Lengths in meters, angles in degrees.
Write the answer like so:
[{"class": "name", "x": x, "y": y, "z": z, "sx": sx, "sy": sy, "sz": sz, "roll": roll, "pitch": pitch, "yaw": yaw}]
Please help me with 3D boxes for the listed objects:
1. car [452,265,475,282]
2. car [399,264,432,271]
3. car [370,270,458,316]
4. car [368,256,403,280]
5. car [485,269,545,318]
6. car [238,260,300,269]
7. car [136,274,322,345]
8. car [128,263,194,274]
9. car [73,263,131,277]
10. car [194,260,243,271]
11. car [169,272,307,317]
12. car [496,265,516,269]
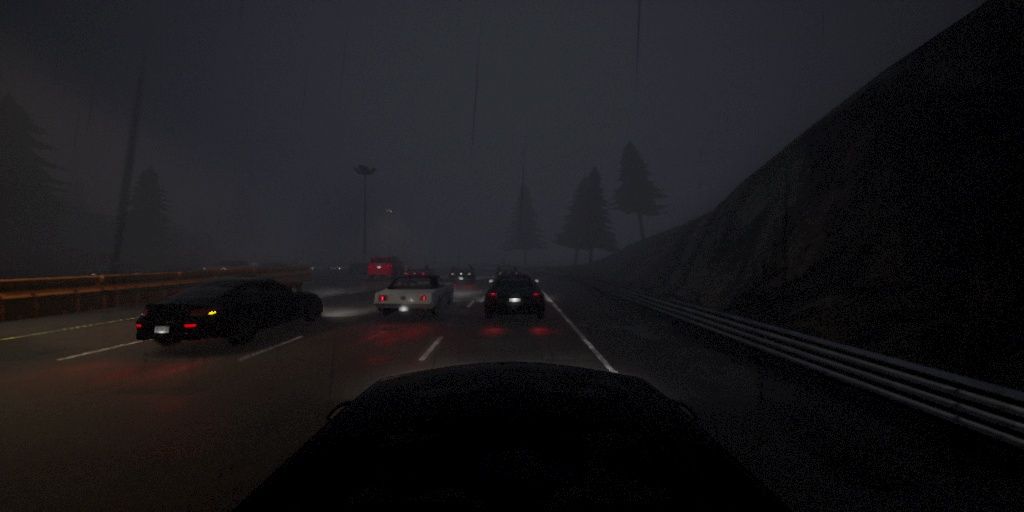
[{"class": "car", "x": -3.978, "y": 1.401, "z": 29.212, "sx": 1.895, "sy": 1.301, "sz": 4.718, "roll": 0, "pitch": 0, "yaw": -4}, {"class": "car", "x": -7.489, "y": 1.401, "z": 29.226, "sx": 1.895, "sy": 1.301, "sz": 4.718, "roll": 0, "pitch": 0, "yaw": -4}, {"class": "car", "x": -3.419, "y": 1.372, "z": 13.514, "sx": 1.895, "sy": 1.301, "sz": 4.718, "roll": 0, "pitch": 0, "yaw": 0}, {"class": "car", "x": -11.232, "y": 1.028, "z": 32.246, "sx": 2.150, "sy": 2.045, "sz": 5.566, "roll": 0, "pitch": 0, "yaw": -5}, {"class": "car", "x": 0.076, "y": 1.335, "z": 13.116, "sx": 1.994, "sy": 1.385, "sz": 4.181, "roll": 0, "pitch": 0, "yaw": 0}, {"class": "car", "x": -22.044, "y": 1.354, "z": 32.884, "sx": 2.033, "sy": 1.411, "sz": 5.357, "roll": 0, "pitch": 0, "yaw": -6}, {"class": "car", "x": -6.921, "y": 1.289, "z": 9.400, "sx": 1.812, "sy": 1.442, "sz": 4.674, "roll": 0, "pitch": 0, "yaw": 0}, {"class": "car", "x": -28.816, "y": 1.402, "z": 30.193, "sx": 1.895, "sy": 1.301, "sz": 4.718, "roll": 0, "pitch": 0, "yaw": -5}, {"class": "car", "x": -32.248, "y": 1.305, "z": 29.040, "sx": 1.837, "sy": 1.490, "sz": 4.892, "roll": 0, "pitch": 0, "yaw": -5}, {"class": "car", "x": -25.529, "y": 1.157, "z": 32.236, "sx": 2.097, "sy": 1.767, "sz": 4.553, "roll": 0, "pitch": 0, "yaw": -6}, {"class": "car", "x": -10.425, "y": 1.373, "z": 14.230, "sx": 1.895, "sy": 1.301, "sz": 4.718, "roll": 0, "pitch": 0, "yaw": -1}, {"class": "car", "x": -0.477, "y": 1.401, "z": 29.227, "sx": 1.895, "sy": 1.301, "sz": 4.718, "roll": 0, "pitch": 0, "yaw": -4}]
